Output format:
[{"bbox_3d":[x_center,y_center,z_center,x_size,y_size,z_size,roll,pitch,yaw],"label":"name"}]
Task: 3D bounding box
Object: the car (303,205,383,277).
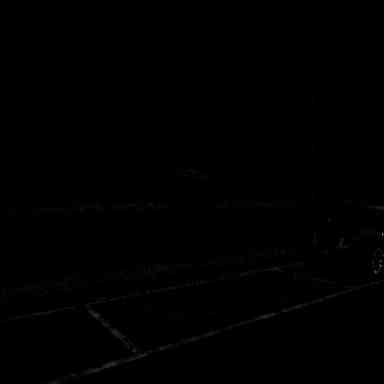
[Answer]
[{"bbox_3d":[5.714,1.367,10.606,5.009,1.841,2.192,0,0,-35],"label":"car"}]
